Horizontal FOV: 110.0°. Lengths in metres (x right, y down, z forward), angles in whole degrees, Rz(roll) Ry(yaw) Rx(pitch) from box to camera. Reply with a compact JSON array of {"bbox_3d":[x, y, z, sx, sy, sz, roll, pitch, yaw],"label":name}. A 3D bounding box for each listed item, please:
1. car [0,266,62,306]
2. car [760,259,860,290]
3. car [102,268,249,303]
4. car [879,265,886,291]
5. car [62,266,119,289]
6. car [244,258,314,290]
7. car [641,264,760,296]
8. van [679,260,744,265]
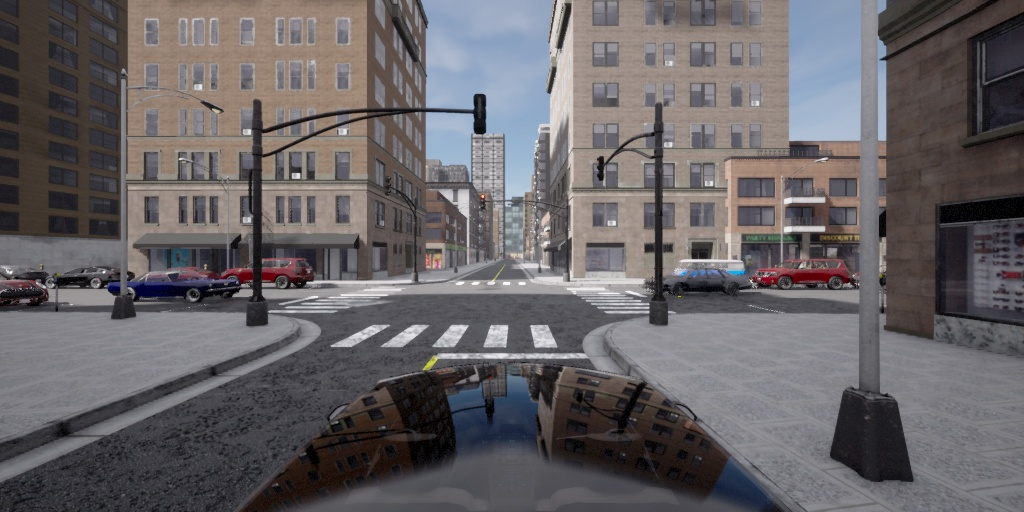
[{"bbox_3d":[-20.457,1.179,13.604,4.097,1.591,1.967,0,0,0],"label":"car"},{"bbox_3d":[17.634,1.086,21.910,5.009,1.841,2.192,0,0,0],"label":"car"},{"bbox_3d":[-15.000,1.345,16.155,4.718,1.301,1.895,0,0,3],"label":"car"},{"bbox_3d":[21.323,1.281,19.130,4.892,1.490,1.837,0,0,0],"label":"car"},{"bbox_3d":[-25.956,1.298,22.162,4.313,1.339,1.948,0,0,0],"label":"car"},{"bbox_3d":[-14.909,1.058,22.098,5.009,1.841,2.192,0,0,0],"label":"car"},{"bbox_3d":[9.722,1.313,18.971,5.357,1.411,2.033,0,0,-7],"label":"car"},{"bbox_3d":[12.038,1.107,21.942,3.998,1.789,1.690,0,0,0],"label":"van"}]
